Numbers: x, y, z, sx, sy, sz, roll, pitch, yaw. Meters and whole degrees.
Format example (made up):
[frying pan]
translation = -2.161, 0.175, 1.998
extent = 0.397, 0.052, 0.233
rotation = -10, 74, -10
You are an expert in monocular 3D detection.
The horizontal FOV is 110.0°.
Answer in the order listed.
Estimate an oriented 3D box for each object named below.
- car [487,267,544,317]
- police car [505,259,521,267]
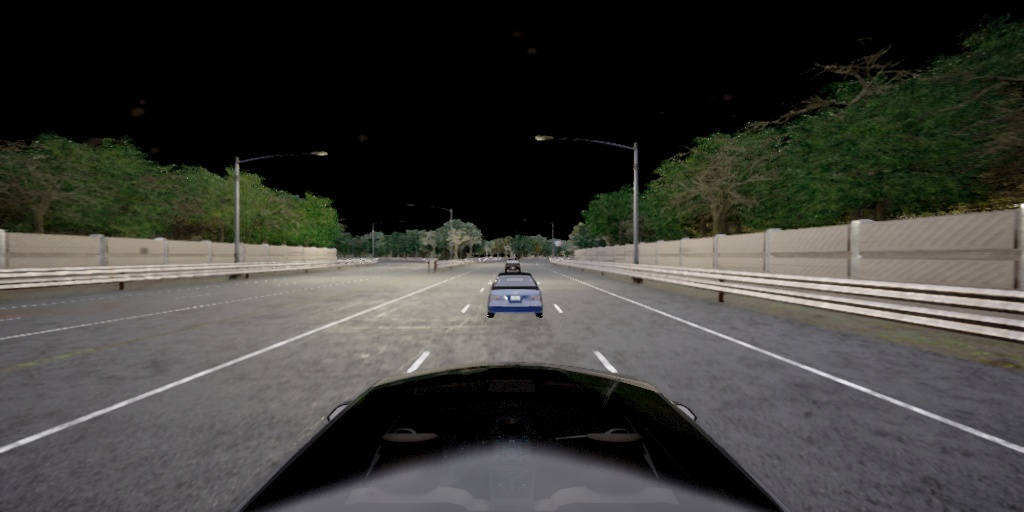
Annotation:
[car]
translation = 0.100, 1.291, 13.123
extent = 2.033, 1.411, 5.357
rotation = 0, 0, 0
[police car]
translation = 0.101, 1.152, 43.947
extent = 1.930, 1.638, 5.238
rotation = 0, 0, 0
